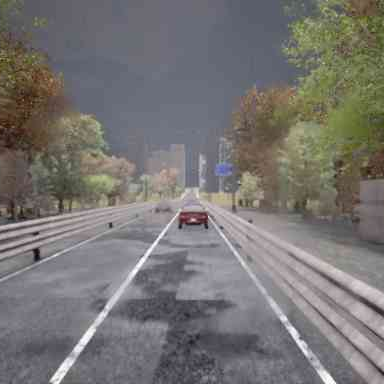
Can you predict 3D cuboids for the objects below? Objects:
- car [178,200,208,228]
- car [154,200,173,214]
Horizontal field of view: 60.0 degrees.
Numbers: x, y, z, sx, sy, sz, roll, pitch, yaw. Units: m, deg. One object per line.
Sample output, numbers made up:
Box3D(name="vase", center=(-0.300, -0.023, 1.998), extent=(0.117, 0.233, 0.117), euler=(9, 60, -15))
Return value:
Box3D(name="car", center=(0.088, 1.561, 22.642), extent=(1.882, 1.535, 5.008), euler=(0, 0, 0))
Box3D(name="car", center=(-3.335, 1.792, 39.808), extent=(1.837, 1.490, 4.892), euler=(0, -1, 0))
